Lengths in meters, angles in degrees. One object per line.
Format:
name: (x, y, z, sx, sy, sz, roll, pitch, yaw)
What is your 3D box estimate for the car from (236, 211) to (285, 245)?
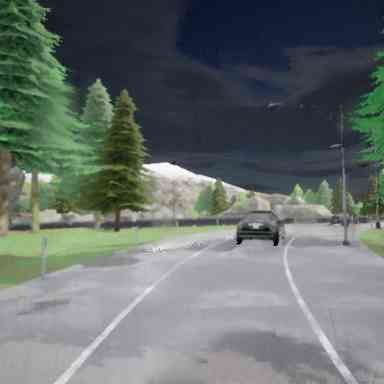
car: (3.828, 1.792, 18.084, 2.097, 1.767, 4.553, -1, -3, 20)

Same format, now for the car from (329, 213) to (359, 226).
car: (17.466, 3.102, 38.151, 4.674, 1.442, 1.812, 4, -6, -43)
